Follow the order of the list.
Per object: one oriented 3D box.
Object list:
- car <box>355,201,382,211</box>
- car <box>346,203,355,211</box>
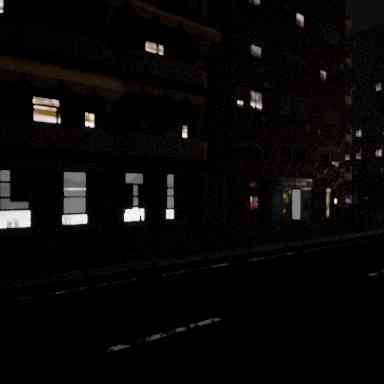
[{"bbox_3d":[22.479,1.807,43.436,1.802,1.307,4.206,-1,0,-36],"label":"car"},{"bbox_3d":[15.489,1.556,38.338,2.192,1.841,5.009,-1,0,-36],"label":"car"}]
